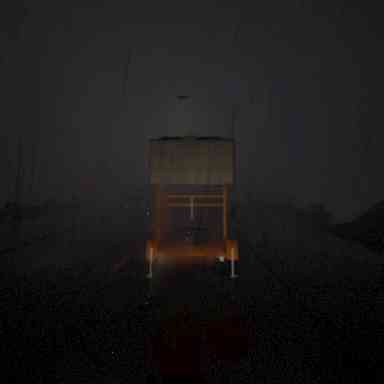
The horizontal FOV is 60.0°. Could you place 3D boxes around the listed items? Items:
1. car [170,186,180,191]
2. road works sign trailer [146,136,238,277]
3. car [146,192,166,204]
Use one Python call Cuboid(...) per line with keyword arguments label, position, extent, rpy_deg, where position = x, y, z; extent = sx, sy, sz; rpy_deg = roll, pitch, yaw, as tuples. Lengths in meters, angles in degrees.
Cuboid(label="car", position=(-3.994, -0.776, 77.859), extent=(2.097, 1.767, 4.553), rpy_deg=(0, 1, 0))
Cuboid(label="road works sign trailer", position=(0.001, 0.237, 9.440), extent=(2.380, 3.560, 2.880), rpy_deg=(0, 1, 0))
Cuboid(label="car", position=(-4.087, 0.694, 38.153), extent=(1.895, 1.301, 4.718), rpy_deg=(0, 1, 0))
